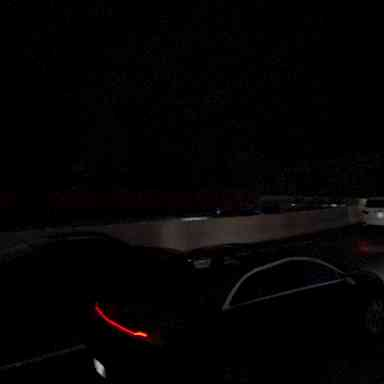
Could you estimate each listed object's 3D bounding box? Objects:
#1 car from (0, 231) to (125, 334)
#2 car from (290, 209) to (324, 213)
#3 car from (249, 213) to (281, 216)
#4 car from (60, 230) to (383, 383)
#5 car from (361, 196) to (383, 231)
[{"bbox_3d":[-2.046,1.547,6.788,4.674,1.442,1.812,0,0,-37],"label":"car"},{"bbox_3d":[9.708,1.549,28.092,1.882,1.535,5.008,0,0,39],"label":"car"},{"bbox_3d":[6.106,1.554,29.209,1.882,1.535,5.008,0,0,39],"label":"car"},{"bbox_3d":[1.000,1.505,4.756,4.902,1.511,2.128,0,0,-38],"label":"car"},{"bbox_3d":[11.624,1.267,19.256,2.150,2.045,5.566,0,0,43],"label":"car"}]
